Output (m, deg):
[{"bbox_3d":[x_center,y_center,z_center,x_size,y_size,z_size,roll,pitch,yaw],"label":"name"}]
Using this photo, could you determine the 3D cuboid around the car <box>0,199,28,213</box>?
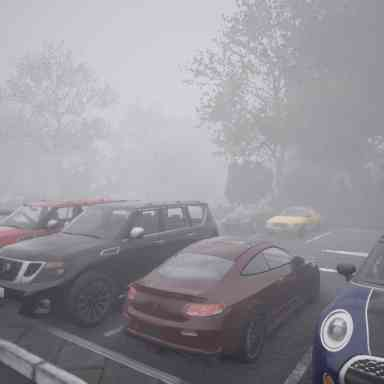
[{"bbox_3d":[-21.490,1.536,37.937,2.002,1.452,4.674,0,0,36],"label":"car"}]

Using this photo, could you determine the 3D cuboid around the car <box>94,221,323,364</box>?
[{"bbox_3d":[0.850,1.522,5.935,2.002,1.452,4.674,0,0,36],"label":"car"}]

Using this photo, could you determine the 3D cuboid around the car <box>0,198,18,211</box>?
[{"bbox_3d":[-23.657,1.501,39.480,2.097,1.535,5.008,0,0,36],"label":"car"}]

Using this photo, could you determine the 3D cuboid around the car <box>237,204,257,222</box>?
[{"bbox_3d":[3.584,1.486,20.062,2.231,1.521,4.892,0,0,36],"label":"car"}]

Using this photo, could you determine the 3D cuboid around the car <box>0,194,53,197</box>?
[{"bbox_3d":[-16.971,1.241,34.682,2.435,2.045,5.566,0,0,36],"label":"car"}]

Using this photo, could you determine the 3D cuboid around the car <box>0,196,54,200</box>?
[{"bbox_3d":[-3.730,1.232,9.170,2.435,2.045,5.566,0,0,36],"label":"car"}]

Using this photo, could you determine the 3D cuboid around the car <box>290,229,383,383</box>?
[{"bbox_3d":[3.152,1.356,4.335,2.185,1.767,4.553,0,0,36],"label":"car"}]

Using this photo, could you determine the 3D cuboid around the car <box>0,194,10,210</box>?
[{"bbox_3d":[-25.940,1.255,41.080,2.435,2.045,5.566,0,0,35],"label":"car"}]

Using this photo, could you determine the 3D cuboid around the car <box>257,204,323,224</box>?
[{"bbox_3d":[5.733,1.481,18.294,1.946,1.575,5.366,0,0,35],"label":"car"}]

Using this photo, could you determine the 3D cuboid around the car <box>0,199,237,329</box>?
[{"bbox_3d":[-1.448,1.232,7.542,2.435,2.045,5.566,0,0,35],"label":"car"}]
